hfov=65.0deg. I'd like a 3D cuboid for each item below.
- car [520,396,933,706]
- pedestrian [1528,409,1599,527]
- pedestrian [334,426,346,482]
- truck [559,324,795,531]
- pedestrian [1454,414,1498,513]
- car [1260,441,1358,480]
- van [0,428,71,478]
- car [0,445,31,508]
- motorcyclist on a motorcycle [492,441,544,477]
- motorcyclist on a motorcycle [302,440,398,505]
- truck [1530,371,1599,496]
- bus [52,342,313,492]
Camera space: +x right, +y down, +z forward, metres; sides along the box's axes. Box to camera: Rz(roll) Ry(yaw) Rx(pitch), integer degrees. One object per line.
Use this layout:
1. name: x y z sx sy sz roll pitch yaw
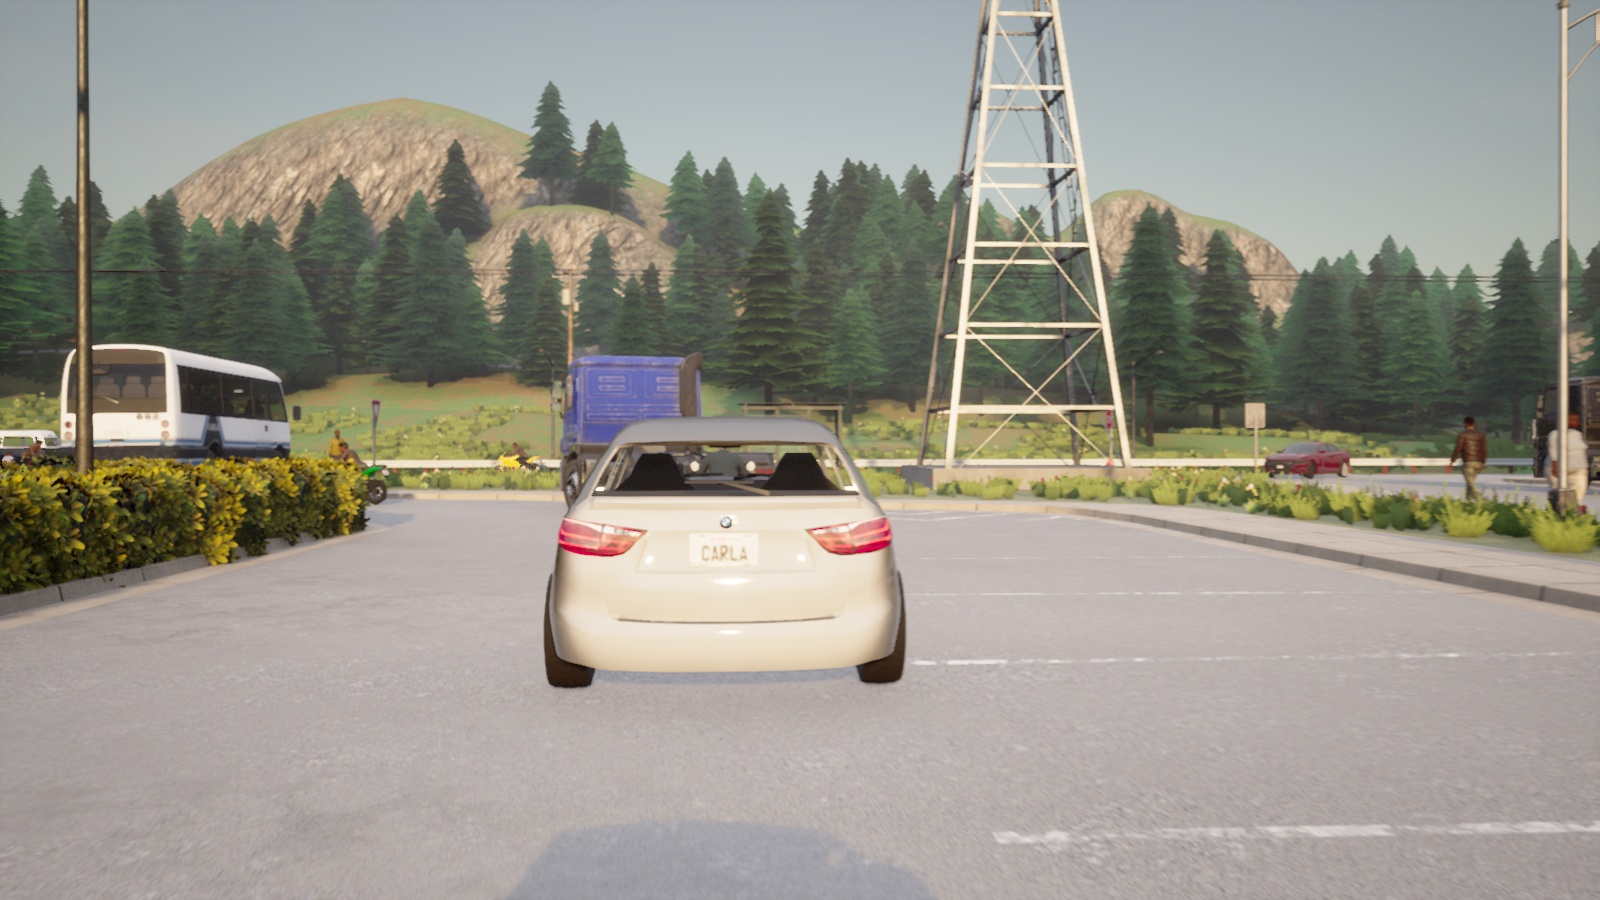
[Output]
1. car: -0.528 0.531 9.134 2.242 1.667 4.611 0 0 -3
2. pedestrian: 12.358 0.278 20.071 0.874 1.855 0.900 0 0 -4
3. pedestrian: -15.343 0.125 41.866 0.370 1.835 0.726 0 0 -22
4. truck: -2.776 -0.399 25.243 2.891 3.462 7.936 0 0 -20
5. pedestrian: 12.827 0.254 23.833 0.431 1.840 0.703 0 0 -3
6. car: 21.045 0.400 51.816 5.008 1.535 1.882 0 0 -44
7. van: -33.097 0.119 52.077 4.480 2.038 2.069 0 0 -3
8. car: -18.861 0.614 26.661 2.033 1.411 5.357 0 0 -3
9. motorcyclist on a motorcycle: -11.932 0.381 53.181 2.044 1.523 0.797 0 0 -3
10. motorcyclist on a motorcycle: -10.868 0.528 30.329 2.044 1.523 0.797 0 0 8
11. truck: 23.730 -0.443 33.978 2.891 3.462 7.936 0 0 -4
12. bus: -19.587 -0.903 40.922 3.944 4.253 10.273 -1 -1 -3
